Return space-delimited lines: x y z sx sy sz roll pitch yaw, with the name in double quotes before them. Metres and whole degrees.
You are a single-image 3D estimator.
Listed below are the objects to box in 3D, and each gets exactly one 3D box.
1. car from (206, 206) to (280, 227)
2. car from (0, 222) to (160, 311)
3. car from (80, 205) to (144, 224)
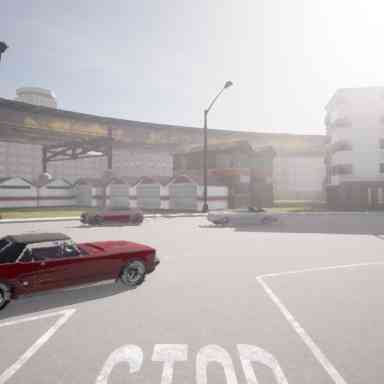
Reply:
"car" 3.410 1.601 22.611 4.718 1.301 1.895 0 0 -16
"car" -3.124 1.601 7.623 4.718 1.301 1.895 0 0 -38
"car" -5.420 1.564 22.713 4.181 1.385 1.994 0 0 -27
